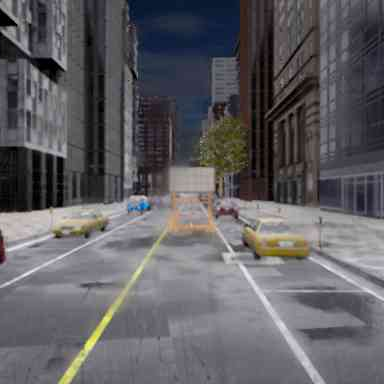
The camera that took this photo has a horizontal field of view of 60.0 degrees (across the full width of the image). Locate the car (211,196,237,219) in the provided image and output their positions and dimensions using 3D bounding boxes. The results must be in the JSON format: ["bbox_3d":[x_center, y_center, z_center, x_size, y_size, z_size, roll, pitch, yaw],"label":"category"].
[{"bbox_3d":[2.850,1.402,28.967,1.967,1.590,4.097,0,0,0],"label":"car"}]

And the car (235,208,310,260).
[{"bbox_3d":[2.862,1.508,12.251,1.752,1.417,4.829,0,0,1],"label":"car"}]

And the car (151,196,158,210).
[{"bbox_3d":[-5.679,1.525,40.257,1.947,1.339,4.313,0,0,0],"label":"car"}]

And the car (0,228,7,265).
[{"bbox_3d":[-5.669,1.308,6.426,2.192,1.841,5.009,0,0,0],"label":"car"}]

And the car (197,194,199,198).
[{"bbox_3d":[2.834,1.579,79.722,1.802,1.307,4.206,0,0,0],"label":"car"}]

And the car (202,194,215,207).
[{"bbox_3d":[2.845,1.277,45.885,2.192,1.841,5.009,0,0,0],"label":"car"}]

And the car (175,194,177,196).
[{"bbox_3d":[-5.694,1.327,85.368,2.192,1.841,5.009,0,0,0],"label":"car"}]

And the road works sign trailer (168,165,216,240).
[{"bbox_3d":[-0.005,0.441,16.905,2.380,3.560,2.880,0,0,0],"label":"road works sign trailer"}]

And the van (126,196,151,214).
[{"bbox_3d":[-5.676,1.301,34.618,1.690,1.788,3.998,0,0,0],"label":"van"}]

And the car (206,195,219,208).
[{"bbox_3d":[2.849,1.399,34.605,1.967,1.590,4.097,0,0,0],"label":"car"}]

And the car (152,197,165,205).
[{"bbox_3d":[-5.684,1.517,57.174,1.887,1.381,4.507,0,0,0],"label":"car"}]

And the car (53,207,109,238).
[{"bbox_3d":[-5.672,1.502,17.494,1.752,1.417,4.829,0,0,1],"label":"car"}]

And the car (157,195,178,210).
[{"bbox_3d":[-3.099,1.485,41.283,1.812,1.442,4.674,0,0,0],"label":"car"}]

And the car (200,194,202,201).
[{"bbox_3d":[2.843,1.282,51.524,2.192,1.841,5.009,0,0,0],"label":"car"}]
